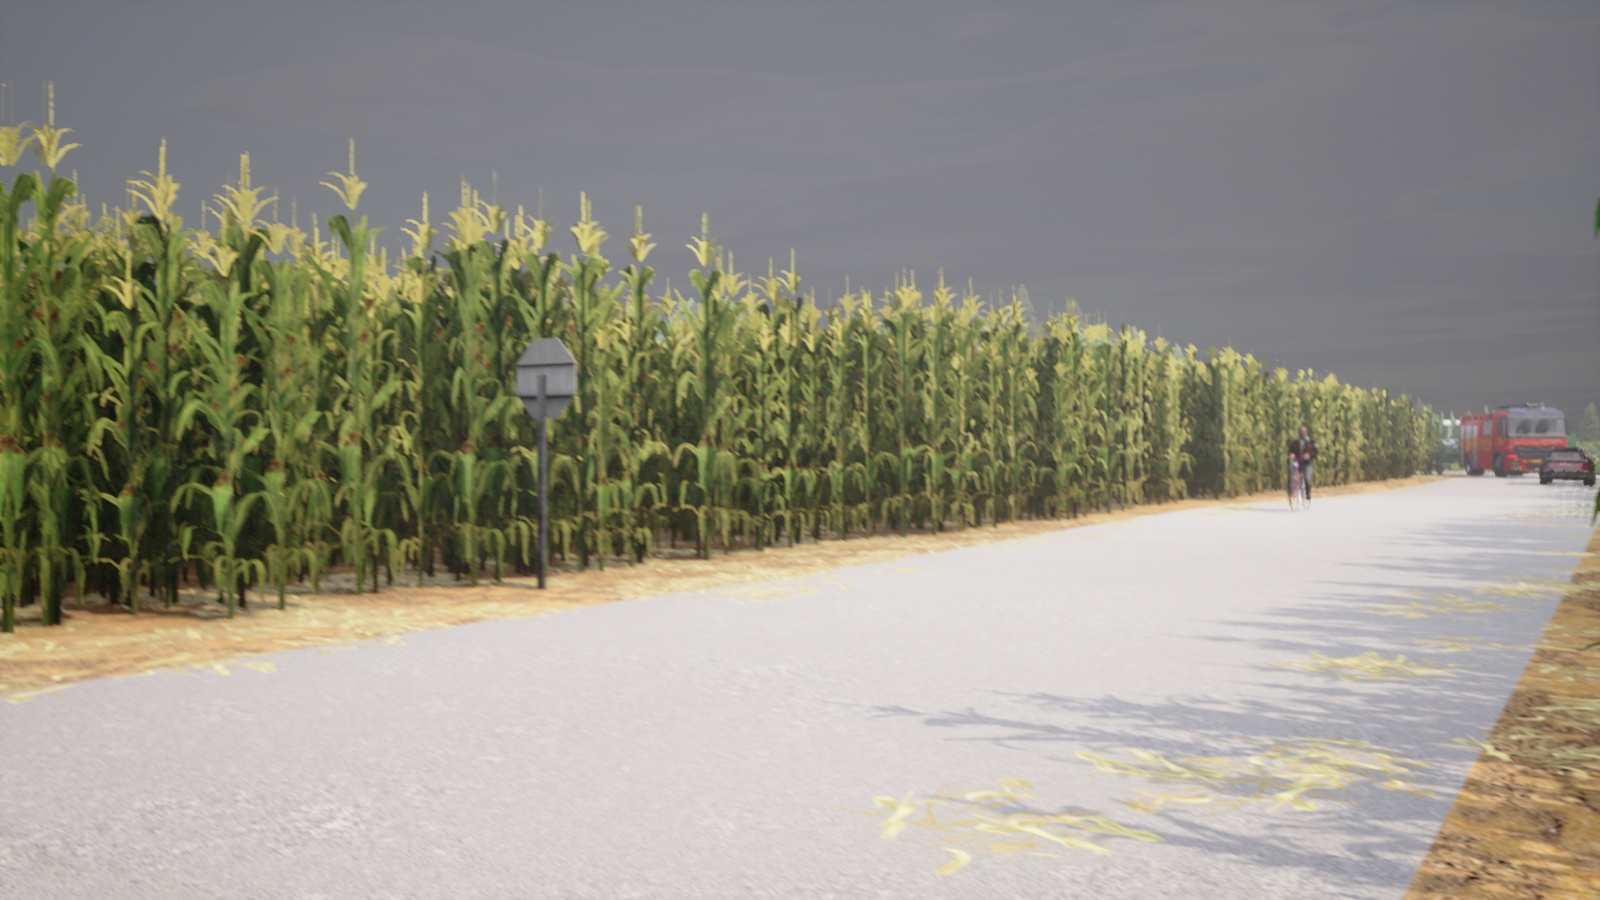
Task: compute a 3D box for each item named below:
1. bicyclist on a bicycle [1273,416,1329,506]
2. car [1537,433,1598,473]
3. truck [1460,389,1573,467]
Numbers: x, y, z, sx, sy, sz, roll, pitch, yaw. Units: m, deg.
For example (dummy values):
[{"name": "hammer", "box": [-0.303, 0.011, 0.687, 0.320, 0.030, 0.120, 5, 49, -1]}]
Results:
[{"name": "bicyclist on a bicycle", "box": [10.194, 0.218, 25.506, 0.659, 1.776, 1.843, -1, 0, 34]}, {"name": "car", "box": [33.324, 0.096, 54.436, 2.033, 1.649, 4.856, -1, 0, 34]}, {"name": "truck", "box": [37.782, -1.130, 66.591, 2.891, 3.827, 8.468, -1, 0, 13]}]
